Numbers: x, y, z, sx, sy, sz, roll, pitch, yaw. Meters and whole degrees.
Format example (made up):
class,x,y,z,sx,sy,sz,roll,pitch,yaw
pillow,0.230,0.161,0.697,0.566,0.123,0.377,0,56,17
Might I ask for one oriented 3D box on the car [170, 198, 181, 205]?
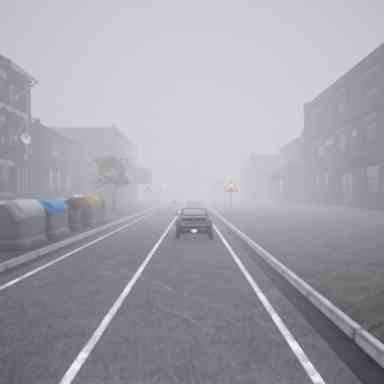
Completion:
class,x,y,z,sx,sy,sz,roll,pitch,yaw
car,-3.000,1.747,61.738,1.994,1.385,4.181,0,0,1

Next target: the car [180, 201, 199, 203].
class,x,y,z,sx,sy,sz,roll,pitch,yaw
car,0.117,1.664,36.004,2.033,1.411,5.357,0,0,0

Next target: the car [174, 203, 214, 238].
class,x,y,z,sx,sy,sz,roll,pitch,yaw
car,0.108,1.550,17.835,1.837,1.490,4.892,0,0,0
